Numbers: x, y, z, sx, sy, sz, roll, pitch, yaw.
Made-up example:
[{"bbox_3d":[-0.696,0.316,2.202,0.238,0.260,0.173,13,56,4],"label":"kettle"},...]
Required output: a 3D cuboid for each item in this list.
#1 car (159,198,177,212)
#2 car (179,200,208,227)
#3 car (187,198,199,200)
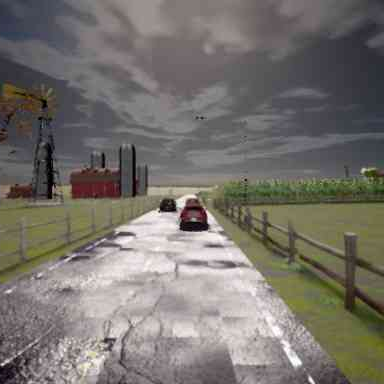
[{"bbox_3d":[-2.747,1.483,39.282,1.882,1.535,5.008,0,0,0],"label":"car"},{"bbox_3d":[0.115,1.525,22.767,1.812,1.442,4.674,0,0,0],"label":"car"},{"bbox_3d":[0.113,1.484,40.762,1.882,1.535,5.008,0,0,0],"label":"car"}]
